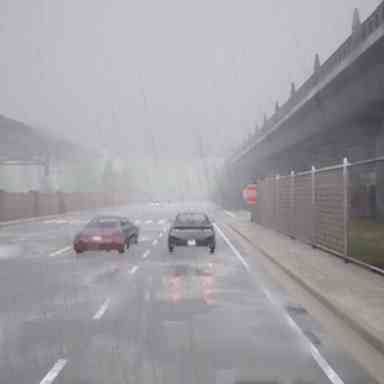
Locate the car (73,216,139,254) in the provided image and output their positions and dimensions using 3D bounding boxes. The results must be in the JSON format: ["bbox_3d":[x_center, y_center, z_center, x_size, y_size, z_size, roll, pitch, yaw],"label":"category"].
[{"bbox_3d":[-3.504,1.699,14.249,1.994,1.385,4.181,0,0,0],"label":"car"}]

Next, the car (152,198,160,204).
[{"bbox_3d":[-9.369,2.319,87.115,1.837,1.490,4.892,0,-1,1],"label":"car"}]

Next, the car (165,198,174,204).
[{"bbox_3d":[-5.870,2.318,87.056,1.837,1.490,4.892,0,-1,1],"label":"car"}]

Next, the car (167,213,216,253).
[{"bbox_3d":[-0.005,1.628,14.264,2.128,1.511,4.902,0,0,0],"label":"car"}]
